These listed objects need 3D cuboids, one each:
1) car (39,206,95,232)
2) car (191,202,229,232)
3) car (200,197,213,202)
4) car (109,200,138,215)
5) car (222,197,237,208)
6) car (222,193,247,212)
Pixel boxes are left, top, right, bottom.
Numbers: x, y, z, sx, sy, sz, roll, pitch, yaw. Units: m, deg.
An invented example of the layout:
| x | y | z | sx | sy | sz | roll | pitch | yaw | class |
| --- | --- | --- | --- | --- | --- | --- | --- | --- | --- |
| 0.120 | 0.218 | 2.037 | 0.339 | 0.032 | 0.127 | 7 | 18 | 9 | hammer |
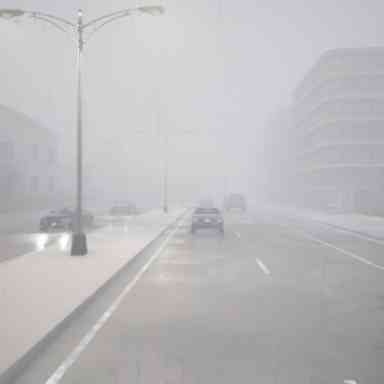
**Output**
| x | y | z | sx | sy | sz | roll | pitch | yaw | class |
| --- | --- | --- | --- | --- | --- | --- | --- | --- | --- |
| -7.303 | 1.526 | 19.742 | 1.994 | 1.385 | 4.181 | 0 | 0 | 3 | car |
| 0.903 | 1.542 | 19.880 | 2.033 | 1.411 | 5.357 | 0 | 0 | 2 | car |
| 2.098 | 1.478 | 47.614 | 2.128 | 1.511 | 4.902 | 0 | 0 | 2 | car |
| -6.696 | 1.484 | 33.028 | 1.812 | 1.442 | 4.674 | 0 | 0 | 3 | car |
| 5.619 | 1.563 | 50.281 | 1.994 | 1.385 | 4.181 | 0 | 0 | 3 | car |
| 5.175 | 1.224 | 39.758 | 2.150 | 2.045 | 5.566 | 0 | 0 | 2 | car |
